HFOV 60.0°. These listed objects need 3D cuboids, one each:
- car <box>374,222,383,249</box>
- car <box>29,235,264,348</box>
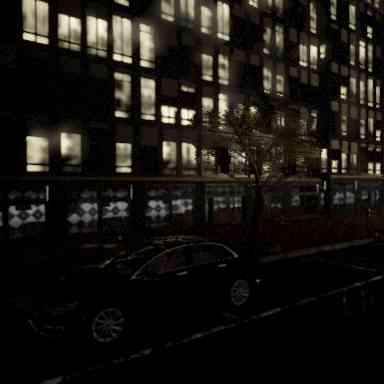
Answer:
[{"bbox_3d":[8.667,1.459,12.758,4.403,1.369,2.008,0,0,-36],"label":"car"},{"bbox_3d":[-0.584,1.532,6.153,4.403,1.369,2.008,0,0,-36],"label":"car"}]
